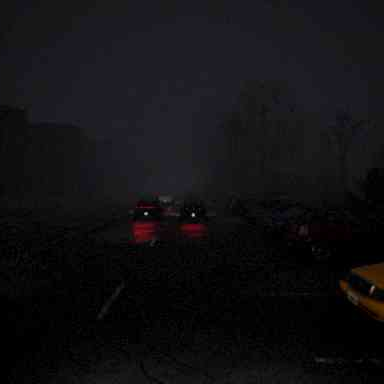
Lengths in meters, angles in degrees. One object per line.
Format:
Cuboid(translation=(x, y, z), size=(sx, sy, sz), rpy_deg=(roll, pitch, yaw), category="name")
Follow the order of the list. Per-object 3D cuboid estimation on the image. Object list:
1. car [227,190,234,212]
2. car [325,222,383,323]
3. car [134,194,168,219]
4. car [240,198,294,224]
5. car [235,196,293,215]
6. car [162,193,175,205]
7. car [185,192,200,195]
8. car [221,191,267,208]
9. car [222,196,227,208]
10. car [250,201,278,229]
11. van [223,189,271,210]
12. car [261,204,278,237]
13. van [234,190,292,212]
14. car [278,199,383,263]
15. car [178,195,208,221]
Cuboid(translation=(5.496, 0.977, 27.707), size=(4.553, 1.767, 2.185), rpy_deg=(0, 1, 0), category="car")
Cuboid(translation=(5.350, 1.429, 5.545), size=(5.366, 1.575, 1.946), rpy_deg=(0, 1, 0), category="car")
Cuboid(translation=(-3.165, 1.177, 25.305), size=(1.837, 1.490, 4.892), rpy_deg=(0, 2, 0), category="car")
Cuboid(translation=(5.501, 1.284, 19.321), size=(4.792, 1.488, 2.163), rpy_deg=(0, 1, 0), category="car")
Cuboid(translation=(5.559, 1.236, 22.073), size=(4.792, 1.488, 2.163), rpy_deg=(0, 1, 0), category="car")
Cuboid(translation=(-3.167, 0.804, 41.368), size=(1.812, 1.442, 4.674), rpy_deg=(0, 2, 0), category="car")
Cuboid(translation=(0.085, 0.727, 42.293), size=(1.882, 1.535, 5.008), rpy_deg=(0, 2, 0), category="car")
Cuboid(translation=(5.554, 0.789, 35.843), size=(4.553, 1.767, 2.185), rpy_deg=(0, 2, 0), category="car")
Cuboid(translation=(5.520, 1.047, 30.336), size=(4.892, 1.521, 2.231), rpy_deg=(0, 1, 0), category="car")
Cuboid(translation=(5.534, 1.336, 16.563), size=(4.674, 1.452, 2.002), rpy_deg=(0, 1, 0), category="car")
Cuboid(translation=(5.409, 0.759, 33.088), size=(4.442, 1.987, 1.878), rpy_deg=(0, 1, 0), category="van")
Cuboid(translation=(5.530, 1.375, 13.810), size=(4.674, 1.452, 2.002), rpy_deg=(0, 1, 0), category="car")
Cuboid(translation=(5.645, 0.932, 24.821), size=(4.442, 1.987, 1.878), rpy_deg=(0, 1, 0), category="van")
Cuboid(translation=(5.503, 1.248, 11.046), size=(4.553, 1.767, 2.185), rpy_deg=(0, 1, 0), category="car")
Cuboid(translation=(0.090, 1.198, 24.007), size=(1.837, 1.490, 4.892), rpy_deg=(0, 1, 0), category="car")
